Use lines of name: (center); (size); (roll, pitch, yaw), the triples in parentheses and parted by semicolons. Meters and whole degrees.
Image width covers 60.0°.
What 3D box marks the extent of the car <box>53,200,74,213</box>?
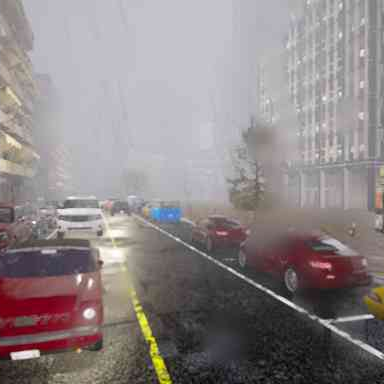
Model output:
car: (-14.698, 1.620, 38.207); (1.887, 1.381, 4.507); (0, 0, -16)

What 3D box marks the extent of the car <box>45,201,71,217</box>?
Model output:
car: (-13.147, 1.626, 32.902); (1.947, 1.339, 4.313); (0, 0, -16)

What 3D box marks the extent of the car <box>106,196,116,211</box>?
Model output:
car: (-10.024, 1.456, 42.793); (2.097, 1.767, 4.553); (0, 0, -16)

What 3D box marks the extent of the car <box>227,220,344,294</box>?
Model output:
car: (2.652, 1.613, 8.732); (1.802, 1.307, 4.206); (0, 0, -16)

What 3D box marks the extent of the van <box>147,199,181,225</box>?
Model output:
van: (-2.002, 1.405, 24.646); (1.690, 1.788, 3.998); (0, 0, -16)

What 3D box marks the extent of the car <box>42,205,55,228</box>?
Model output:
car: (-8.493, 1.573, 16.989); (2.008, 1.369, 4.403); (0, 0, -16)

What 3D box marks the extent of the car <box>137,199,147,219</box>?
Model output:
car: (-3.600, 1.603, 30.112); (1.752, 1.417, 4.829); (0, 0, -16)

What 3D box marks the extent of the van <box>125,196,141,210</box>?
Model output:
van: (-8.207, 1.461, 45.864); (1.690, 1.788, 3.998); (0, 0, -16)

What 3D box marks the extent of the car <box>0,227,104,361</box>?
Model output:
car: (-2.578, 1.610, 6.030); (1.895, 1.301, 4.718); (0, 0, -16)

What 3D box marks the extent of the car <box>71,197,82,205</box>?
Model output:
car: (-22.454, 1.721, 64.728); (1.947, 1.339, 4.313); (0, 0, -16)

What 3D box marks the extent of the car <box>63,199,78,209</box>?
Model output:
car: (-17.801, 1.687, 48.815); (1.802, 1.307, 4.206); (0, 0, -16)

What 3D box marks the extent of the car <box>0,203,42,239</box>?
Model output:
car: (-6.943, 1.327, 11.684); (2.192, 1.841, 5.009); (0, 0, -16)

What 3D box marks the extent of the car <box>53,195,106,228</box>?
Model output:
car: (-6.118, 1.255, 18.476); (2.150, 2.045, 5.566); (0, 0, -16)

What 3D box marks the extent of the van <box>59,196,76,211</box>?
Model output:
van: (-16.251, 1.431, 43.512); (1.690, 1.788, 3.998); (0, 0, -16)

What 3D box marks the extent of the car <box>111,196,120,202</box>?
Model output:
car: (-19.065, 1.784, 82.994); (1.887, 1.381, 4.507); (0, 0, -16)

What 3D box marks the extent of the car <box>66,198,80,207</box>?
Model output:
car: (-19.352, 1.703, 54.119); (1.802, 1.307, 4.206); (0, 0, -16)

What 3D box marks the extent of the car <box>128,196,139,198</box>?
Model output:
car: (-6.655, 1.545, 40.558); (1.967, 1.590, 4.097); (0, 0, -16)

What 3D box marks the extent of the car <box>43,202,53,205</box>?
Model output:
car: (-10.044, 1.585, 22.294); (2.008, 1.369, 4.403); (0, 0, -16)

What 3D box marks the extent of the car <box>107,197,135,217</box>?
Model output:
car: (-7.083, 1.581, 32.785); (1.837, 1.490, 4.892); (0, 0, -16)

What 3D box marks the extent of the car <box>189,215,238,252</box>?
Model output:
car: (1.101, 1.624, 14.036); (1.802, 1.307, 4.206); (0, 0, -16)

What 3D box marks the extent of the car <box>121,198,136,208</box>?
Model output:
car: (-9.805, 1.661, 51.330); (1.752, 1.417, 4.829); (0, 0, -16)

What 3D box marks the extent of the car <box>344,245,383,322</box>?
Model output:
car: (4.156, 1.547, 3.591); (1.752, 1.417, 4.829); (0, 0, -16)

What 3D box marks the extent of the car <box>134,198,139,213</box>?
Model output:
car: (-5.104, 1.656, 35.254); (1.947, 1.339, 4.313); (0, 0, -16)
